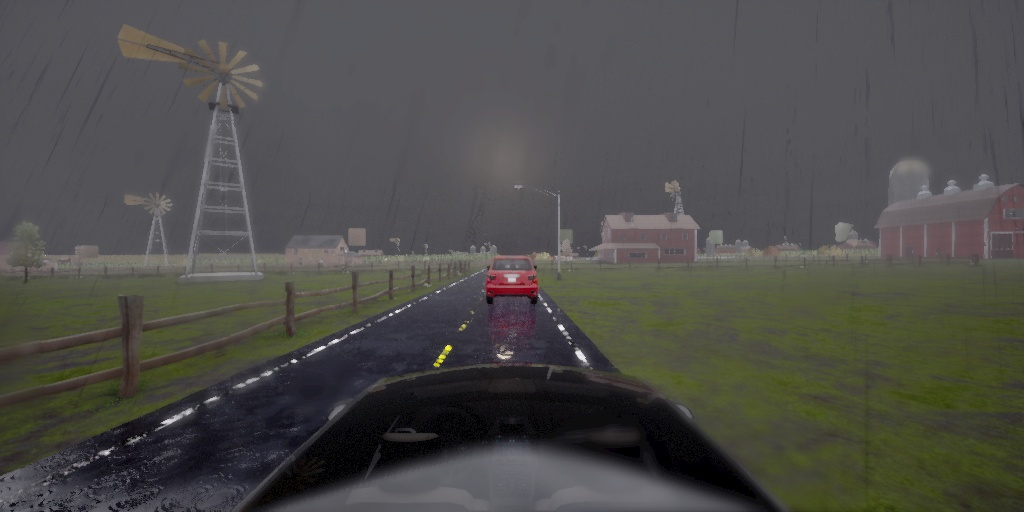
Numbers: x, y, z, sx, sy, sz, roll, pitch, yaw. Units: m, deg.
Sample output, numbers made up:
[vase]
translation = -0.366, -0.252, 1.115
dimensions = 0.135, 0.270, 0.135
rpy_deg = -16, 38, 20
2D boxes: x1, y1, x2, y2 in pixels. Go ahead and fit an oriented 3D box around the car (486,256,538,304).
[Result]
[car]
translation = 0.000, 1.013, 16.531
dimensions = 2.150, 2.045, 5.566
rpy_deg = 0, 0, 0
